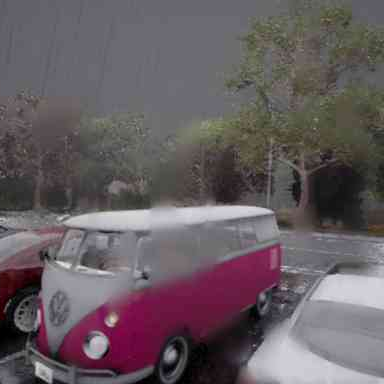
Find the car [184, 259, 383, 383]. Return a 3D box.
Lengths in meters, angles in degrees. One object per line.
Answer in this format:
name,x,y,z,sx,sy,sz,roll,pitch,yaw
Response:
car,2.129,1.518,3.625,2.002,1.452,4.674,0,0,35

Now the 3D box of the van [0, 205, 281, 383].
van,-0.196,1.234,5.142,1.878,1.987,4.442,0,0,35
